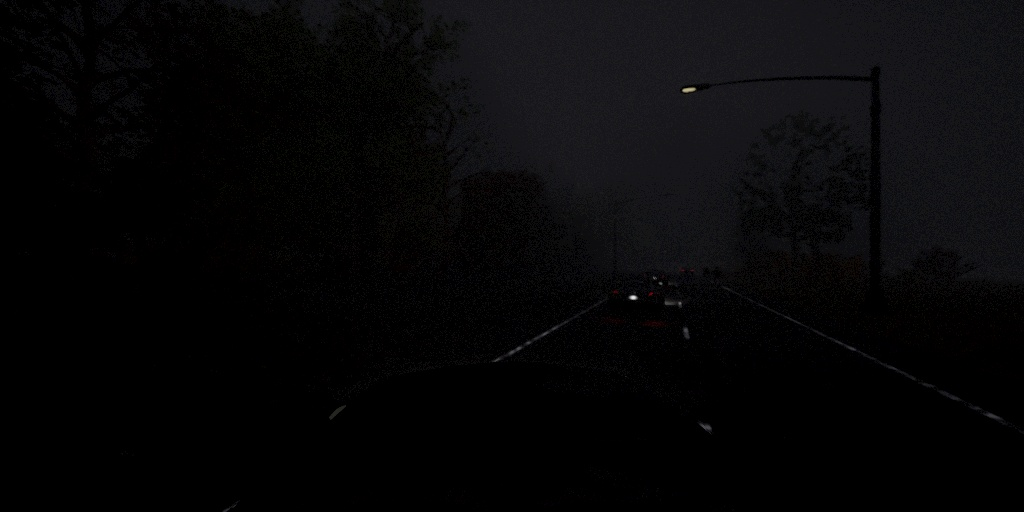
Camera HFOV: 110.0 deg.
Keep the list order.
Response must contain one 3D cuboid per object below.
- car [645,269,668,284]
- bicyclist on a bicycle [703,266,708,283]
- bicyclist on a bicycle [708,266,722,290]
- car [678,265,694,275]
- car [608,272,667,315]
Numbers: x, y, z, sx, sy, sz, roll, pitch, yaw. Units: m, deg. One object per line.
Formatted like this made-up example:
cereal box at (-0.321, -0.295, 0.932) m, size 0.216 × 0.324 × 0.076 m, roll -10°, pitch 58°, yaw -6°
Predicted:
car at (12.426, 1.817, 31.104) m, size 1.994 × 1.385 × 4.181 m, roll 0°, pitch -1°, yaw 24°
bicyclist on a bicycle at (18.774, 1.832, 34.636) m, size 0.582 × 1.620 × 1.656 m, roll 0°, pitch -1°, yaw 24°
bicyclist on a bicycle at (15.200, 1.609, 26.592) m, size 0.659 × 1.776 × 1.843 m, roll 0°, pitch -1°, yaw 24°
car at (27.471, 2.294, 56.336) m, size 2.033 × 1.411 × 5.357 m, roll 0°, pitch -1°, yaw 24°
car at (5.283, 1.537, 15.033) m, size 1.994 × 1.385 × 4.181 m, roll 0°, pitch -1°, yaw 24°
